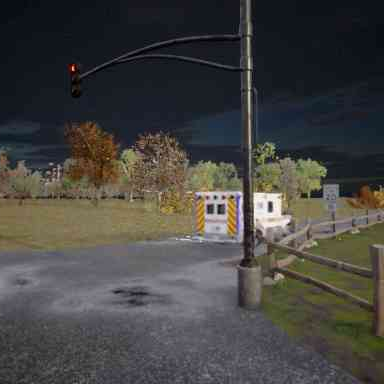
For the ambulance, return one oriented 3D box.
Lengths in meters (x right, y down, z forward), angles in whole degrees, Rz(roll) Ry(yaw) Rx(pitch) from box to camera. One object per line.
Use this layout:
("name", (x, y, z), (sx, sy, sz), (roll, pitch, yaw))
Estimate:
("ambulance", (2.864, 1.272, 16.246), (2.351, 2.431, 6.366), (-1, -2, 40))
